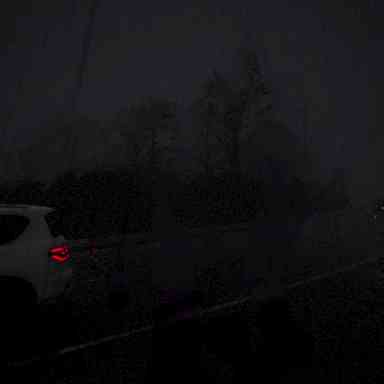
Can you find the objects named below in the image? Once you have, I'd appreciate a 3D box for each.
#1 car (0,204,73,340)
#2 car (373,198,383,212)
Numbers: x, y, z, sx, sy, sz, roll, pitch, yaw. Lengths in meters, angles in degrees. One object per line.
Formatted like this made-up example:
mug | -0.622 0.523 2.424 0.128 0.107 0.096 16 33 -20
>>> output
car | -4.738 1.239 5.012 5.566 2.045 2.150 0 0 -36
car | 21.945 1.474 37.936 1.837 1.490 4.892 0 0 33
